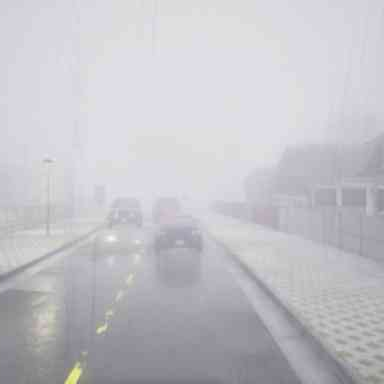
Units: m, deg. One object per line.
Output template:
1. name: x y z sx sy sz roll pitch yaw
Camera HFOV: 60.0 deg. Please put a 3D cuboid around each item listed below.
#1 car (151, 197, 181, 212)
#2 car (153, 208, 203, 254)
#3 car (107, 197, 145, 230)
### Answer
1. car: -2.094 1.423 27.096 2.150 2.045 5.566 0 -1 -8
2. car: -0.598 1.605 13.804 1.812 1.442 4.674 0 0 -4
3. car: -4.453 1.397 22.804 2.150 2.045 5.566 0 -1 -7
